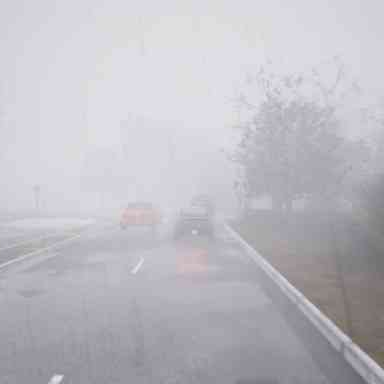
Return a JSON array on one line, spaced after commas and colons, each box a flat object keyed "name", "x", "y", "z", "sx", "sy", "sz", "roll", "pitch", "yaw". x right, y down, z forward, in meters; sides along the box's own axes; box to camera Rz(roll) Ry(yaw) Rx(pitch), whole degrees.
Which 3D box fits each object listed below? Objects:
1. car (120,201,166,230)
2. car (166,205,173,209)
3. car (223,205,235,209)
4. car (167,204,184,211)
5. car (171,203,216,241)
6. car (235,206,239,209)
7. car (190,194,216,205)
[{"name": "car", "x": -3.116, "y": 1.364, "z": 21.332, "sx": 2.097, "sy": 1.767, "sz": 4.553, "roll": 0, "pitch": 0, "yaw": 1}, {"name": "car", "x": -5.009, "y": 4.267, "z": 88.359, "sx": 5.008, "sy": 1.535, "sz": 1.882, "roll": 0, "pitch": -3, "yaw": 5}, {"name": "car", "x": 7.407, "y": 3.887, "z": 82.073, "sx": 2.128, "sy": 1.511, "sz": 4.902, "roll": 3, "pitch": -5, "yaw": -41}, {"name": "car", "x": -4.456, "y": 4.310, "z": 91.570, "sx": 4.553, "sy": 1.767, "sz": 2.097, "roll": 0, "pitch": -3, "yaw": 5}, {"name": "car", "x": 0.099, "y": 1.513, "z": 16.754, "sx": 1.837, "sy": 1.490, "sz": 4.892, "roll": 0, "pitch": -1, "yaw": 0}, {"name": "car", "x": 9.714, "y": 4.111, "z": 84.368, "sx": 2.033, "sy": 1.411, "sz": 5.357, "roll": 3, "pitch": -5, "yaw": -41}, {"name": "car", "x": 1.121, "y": 1.221, "z": 33.506, "sx": 2.150, "sy": 2.045, "sz": 5.566, "roll": -1, "pitch": 0, "yaw": 9}]
